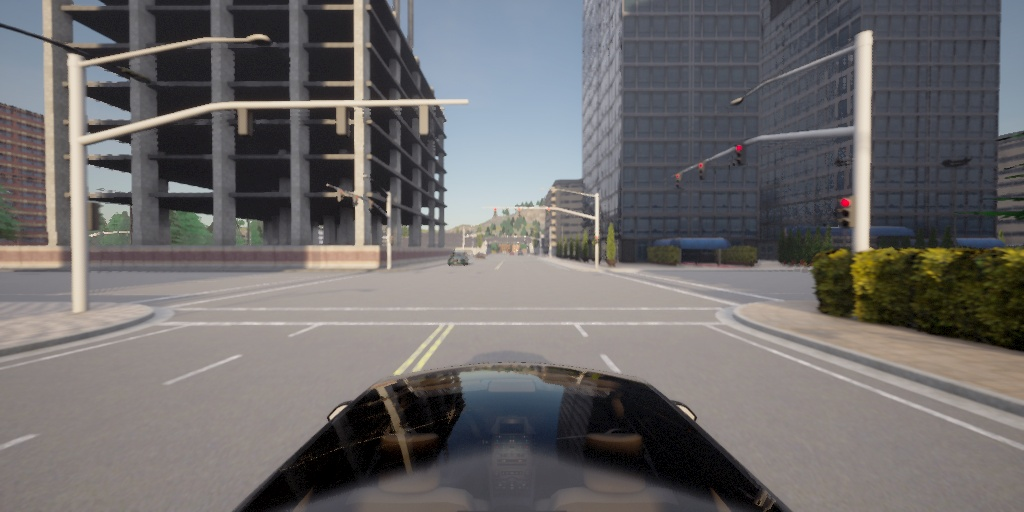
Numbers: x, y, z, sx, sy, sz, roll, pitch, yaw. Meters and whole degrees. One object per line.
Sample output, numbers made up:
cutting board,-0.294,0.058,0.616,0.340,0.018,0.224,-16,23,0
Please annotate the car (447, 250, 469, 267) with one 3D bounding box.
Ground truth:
car,-6.991,0.392,46.994,2.150,2.045,5.566,0,2,0
